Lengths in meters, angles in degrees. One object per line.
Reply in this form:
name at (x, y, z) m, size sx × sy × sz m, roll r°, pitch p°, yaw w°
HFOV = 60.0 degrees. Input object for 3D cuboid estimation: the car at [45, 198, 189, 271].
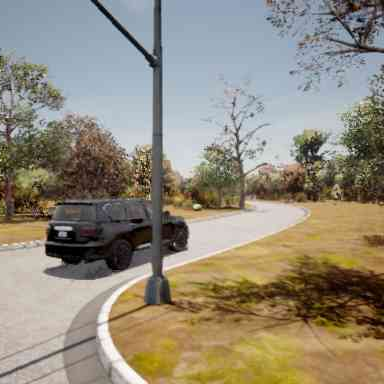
car at (-2.196, 1.219, 11.290) m, size 2.150 × 2.045 × 5.566 m, roll -1°, pitch 0°, yaw 28°
